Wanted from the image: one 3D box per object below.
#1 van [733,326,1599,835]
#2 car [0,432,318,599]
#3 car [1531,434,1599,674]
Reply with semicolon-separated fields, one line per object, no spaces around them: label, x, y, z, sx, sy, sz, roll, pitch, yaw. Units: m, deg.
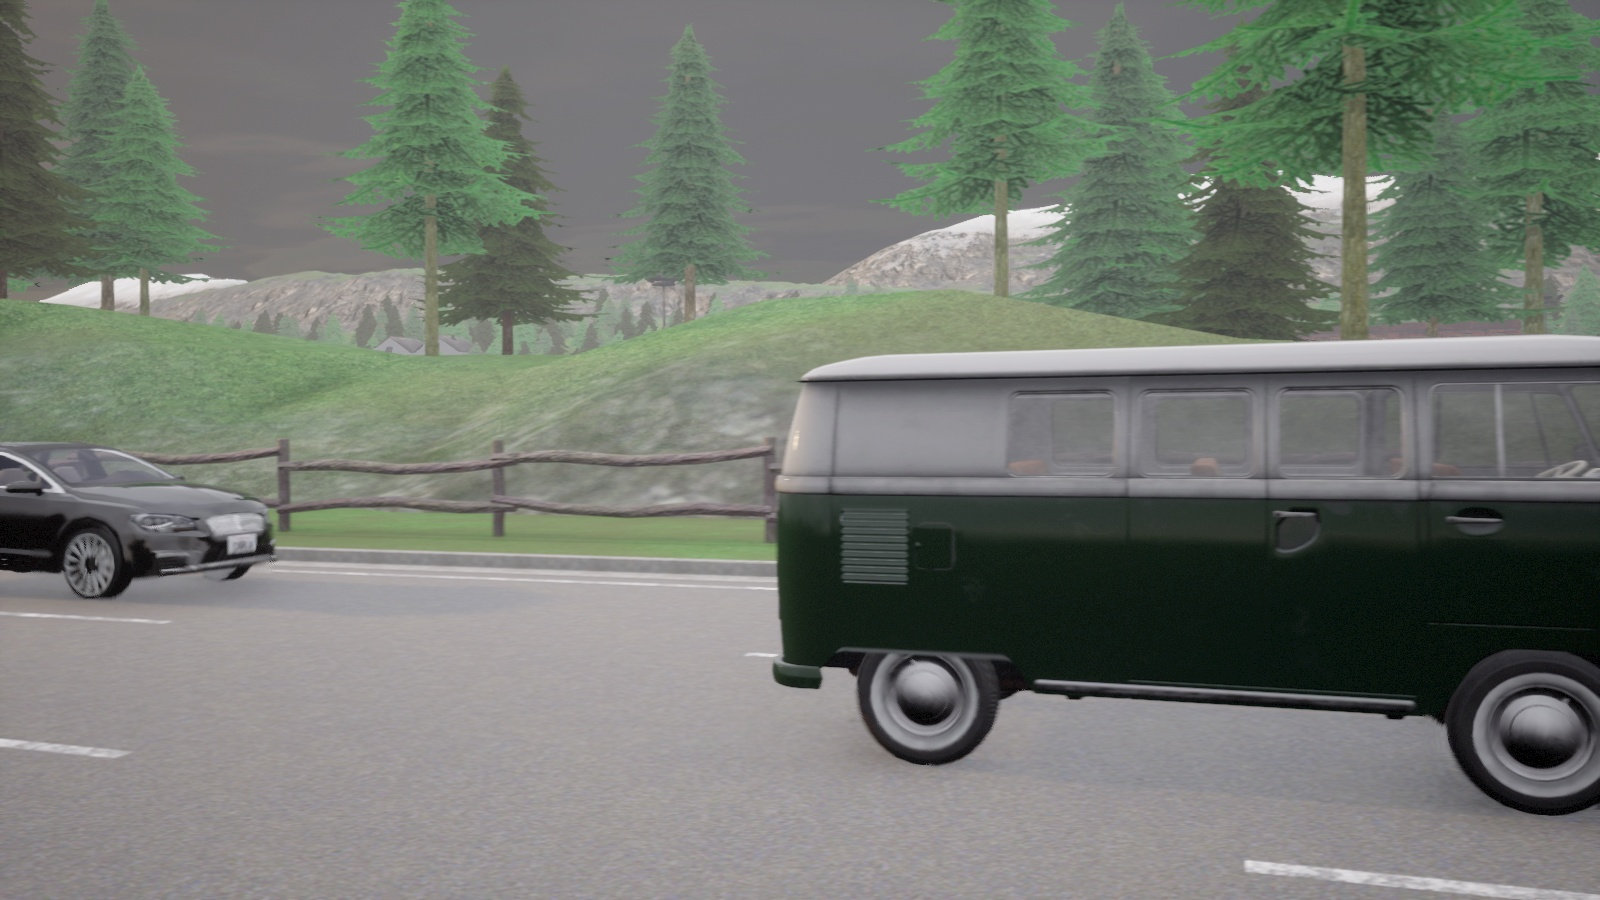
van;2.066;0.489;6.187;4.442;1.987;1.775;0;1;19
car;-7.825;0.569;13.210;4.902;1.511;2.128;0;1;19
car;7.492;0.664;8.057;4.514;1.525;2.007;0;1;19
